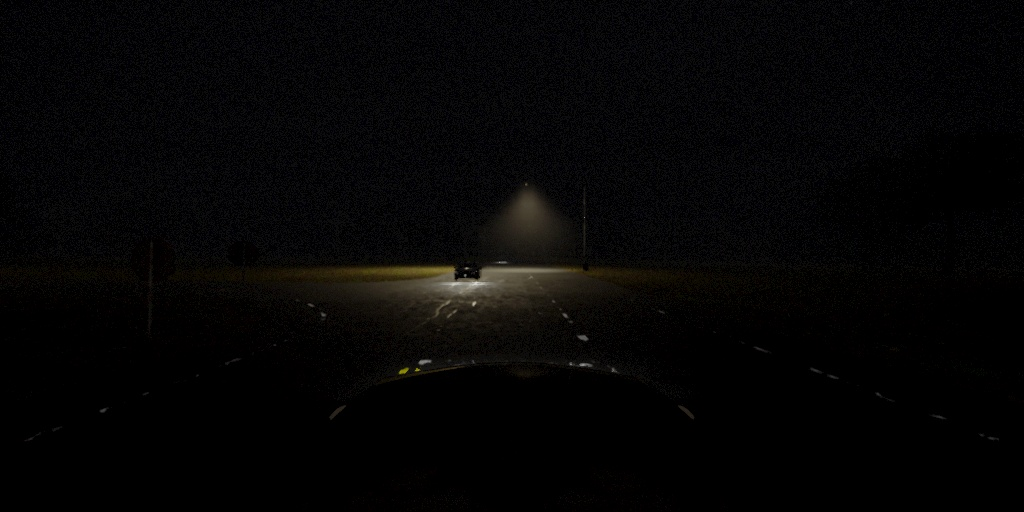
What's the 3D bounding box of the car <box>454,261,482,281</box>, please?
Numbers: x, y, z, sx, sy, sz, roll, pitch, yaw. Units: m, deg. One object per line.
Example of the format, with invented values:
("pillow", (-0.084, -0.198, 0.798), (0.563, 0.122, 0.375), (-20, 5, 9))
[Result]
("car", (-3.461, 1.152, 28.850), (1.837, 1.490, 4.892), (0, 1, 0))
